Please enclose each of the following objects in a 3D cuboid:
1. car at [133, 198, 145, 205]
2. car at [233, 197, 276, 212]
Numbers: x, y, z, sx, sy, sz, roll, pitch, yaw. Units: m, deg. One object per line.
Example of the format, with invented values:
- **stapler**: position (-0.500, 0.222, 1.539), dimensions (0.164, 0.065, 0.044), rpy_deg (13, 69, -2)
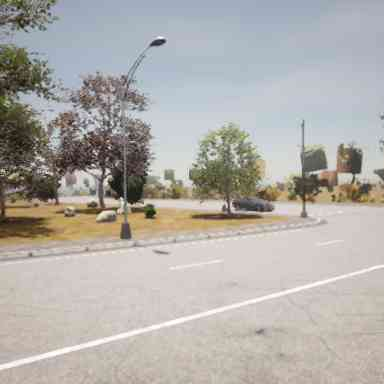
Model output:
- **car**: position (-9.471, 1.275, 54.447), dimensions (1.882, 1.535, 5.008), rpy_deg (-2, 1, -39)
- **car**: position (6.428, 1.269, 34.622), dimensions (1.837, 1.490, 4.892), rpy_deg (-1, 4, -38)
